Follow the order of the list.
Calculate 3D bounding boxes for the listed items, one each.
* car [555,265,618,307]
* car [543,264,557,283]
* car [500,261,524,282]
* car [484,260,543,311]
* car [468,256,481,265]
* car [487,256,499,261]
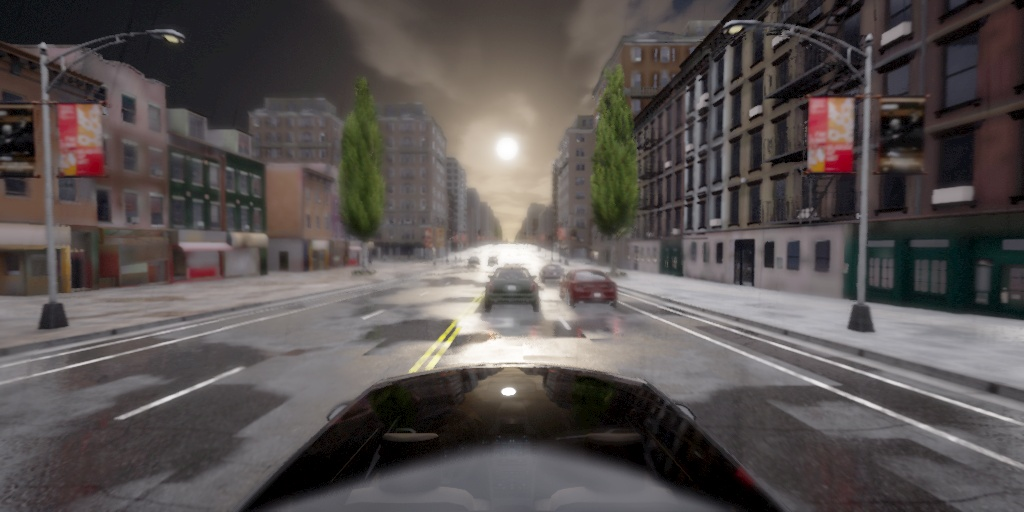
[{"bbox_3d":[3.268,1.327,16.092,1.882,1.535,5.008,0,0,0],"label":"car"},{"bbox_3d":[3.235,1.381,29.327,2.033,1.411,5.357,0,0,0],"label":"car"},{"bbox_3d":[0.003,1.299,31.068,1.882,1.535,5.008,0,1,0],"label":"car"},{"bbox_3d":[0.012,1.197,15.246,2.097,1.767,4.553,0,0,0],"label":"car"},{"bbox_3d":[-6.578,0.773,62.530,1.882,1.535,5.008,0,1,0],"label":"car"},{"bbox_3d":[-3.323,0.784,63.281,1.837,1.490,4.892,0,1,0],"label":"car"}]
